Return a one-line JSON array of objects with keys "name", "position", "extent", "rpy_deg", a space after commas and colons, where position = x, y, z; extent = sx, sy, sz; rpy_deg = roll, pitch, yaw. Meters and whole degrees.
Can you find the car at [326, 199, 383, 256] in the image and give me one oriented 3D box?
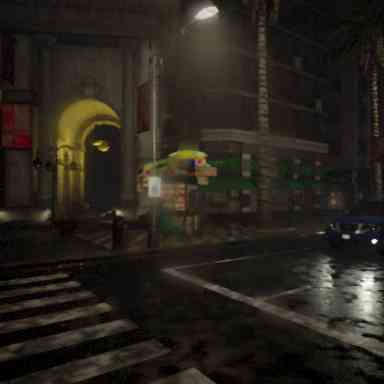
[{"name": "car", "position": [7.983, 1.329, 13.966], "extent": [5.566, 2.045, 2.150], "rpy_deg": [1, 0, -35]}]
